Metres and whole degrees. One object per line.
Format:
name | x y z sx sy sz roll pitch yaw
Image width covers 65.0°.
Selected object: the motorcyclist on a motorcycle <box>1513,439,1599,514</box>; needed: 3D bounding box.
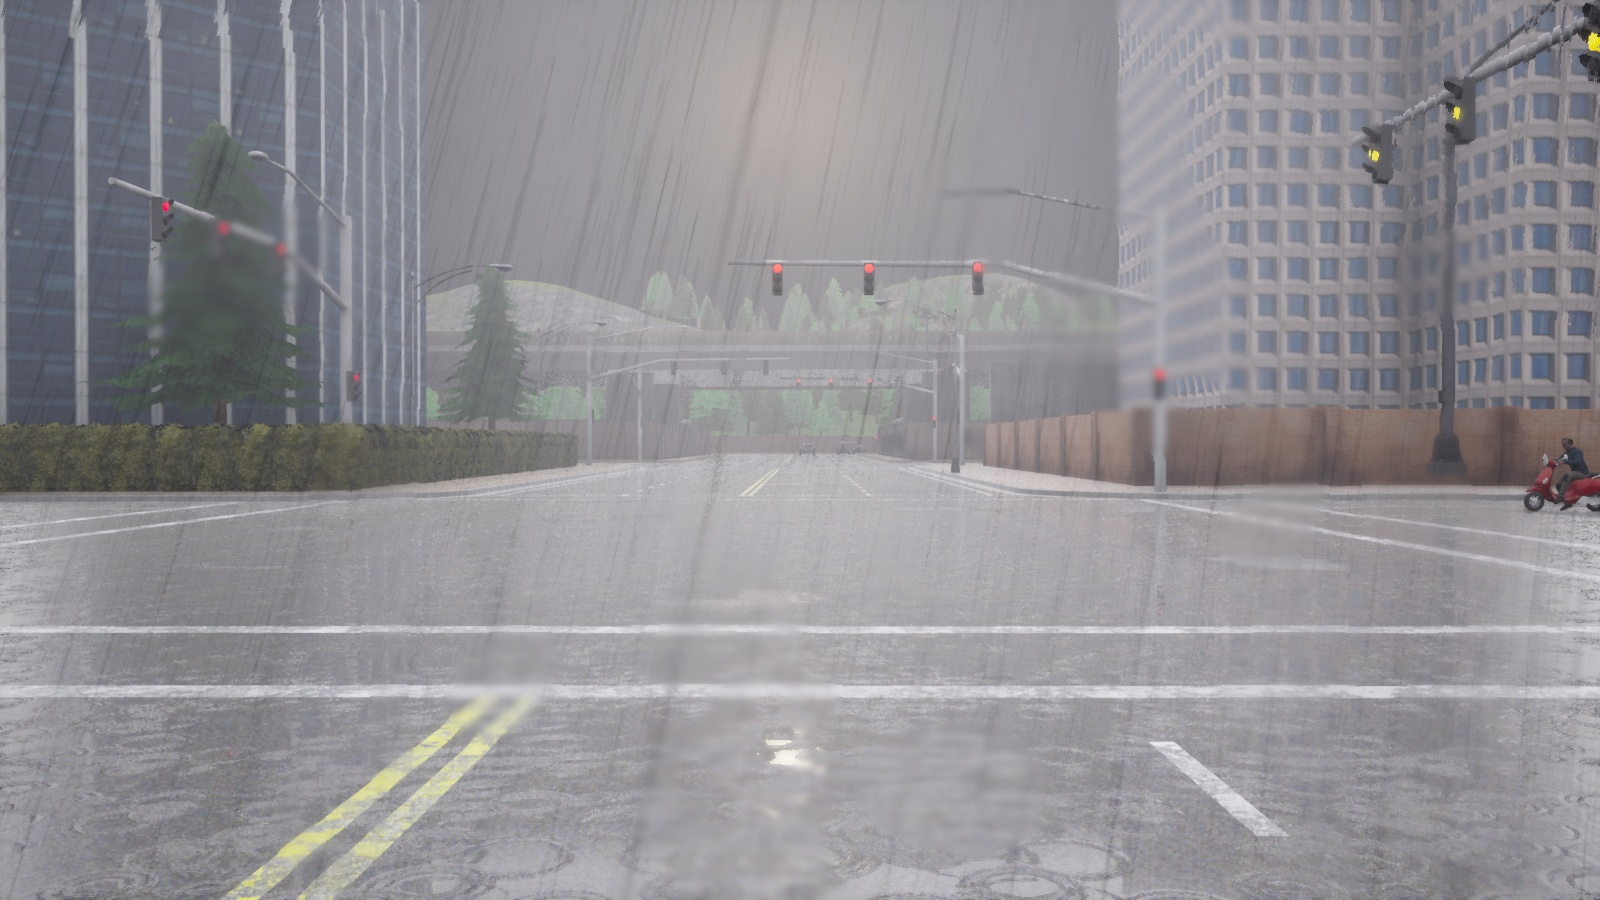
motorcyclist on a motorcycle | 16.569 0.560 27.136 1.817 1.590 0.866 0 0 1
